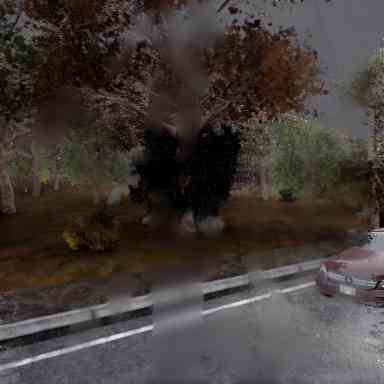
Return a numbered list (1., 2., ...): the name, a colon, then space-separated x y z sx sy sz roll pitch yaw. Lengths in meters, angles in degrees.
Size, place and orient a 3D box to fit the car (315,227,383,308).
1. car: 4.712 1.521 7.411 4.674 1.442 1.812 0 0 -36
